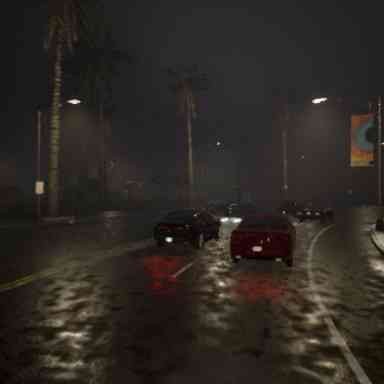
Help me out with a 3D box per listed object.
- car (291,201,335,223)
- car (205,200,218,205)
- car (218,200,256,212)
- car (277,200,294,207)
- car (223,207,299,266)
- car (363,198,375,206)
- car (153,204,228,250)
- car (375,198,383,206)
[{"bbox_3d":[9.876,1.623,26.239,2.033,1.411,5.357,0,0,34],"label":"car"},{"bbox_3d":[2.543,1.529,34.158,2.128,1.511,4.902,0,0,36],"label":"car"},{"bbox_3d":[4.528,1.611,30.895,1.994,1.385,4.181,0,0,35],"label":"car"},{"bbox_3d":[9.657,1.583,31.725,1.837,1.490,4.892,0,0,37],"label":"car"},{"bbox_3d":[2.687,1.501,11.903,1.882,1.535,5.008,0,0,19],"label":"car"},{"bbox_3d":[34.191,1.777,62.233,5.357,1.411,2.033,0,0,-37],"label":"car"},{"bbox_3d":[-0.017,1.515,14.595,1.837,1.490,4.892,0,0,20],"label":"car"},{"bbox_3d":[34.628,1.702,58.207,5.008,1.535,1.882,0,0,-36],"label":"car"}]
